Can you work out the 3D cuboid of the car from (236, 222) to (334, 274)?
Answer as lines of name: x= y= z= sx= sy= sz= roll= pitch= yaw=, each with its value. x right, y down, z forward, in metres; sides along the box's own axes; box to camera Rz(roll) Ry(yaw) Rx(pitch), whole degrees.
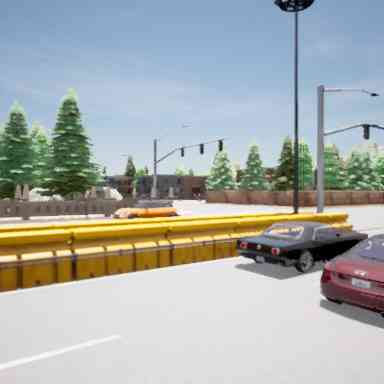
car: x=3.747 y=1.622 z=10.695 sx=4.718 sy=1.301 sz=1.895 roll=0 pitch=0 yaw=-35

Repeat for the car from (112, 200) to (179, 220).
car: x=-3.176 y=1.373 z=23.126 sx=4.553 sy=1.767 sz=2.097 roll=0 pitch=0 yaw=-35

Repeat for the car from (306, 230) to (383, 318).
car: x=4.611 y=1.582 z=7.016 sx=4.181 sy=1.385 sz=1.994 roll=0 pitch=0 yaw=-35
